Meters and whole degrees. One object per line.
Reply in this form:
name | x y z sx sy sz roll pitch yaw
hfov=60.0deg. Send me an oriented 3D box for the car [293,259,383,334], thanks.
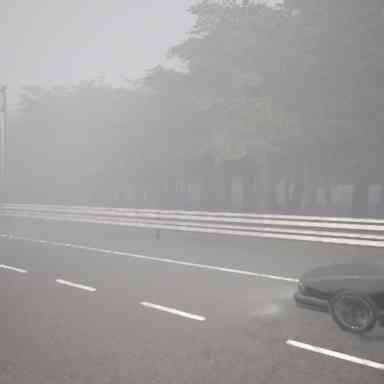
car | 4.406 1.548 5.024 5.357 1.411 2.033 0 0 36
